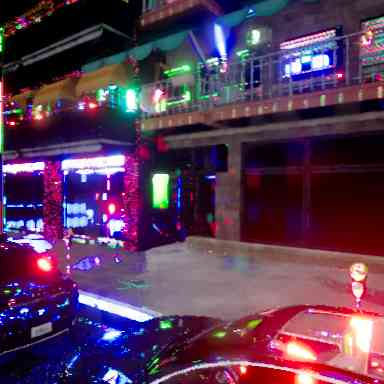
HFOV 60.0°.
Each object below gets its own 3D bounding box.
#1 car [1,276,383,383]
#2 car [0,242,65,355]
[{"bbox_3d":[0.817,1.547,2.292,4.403,1.369,2.008,1,0,36],"label":"car"},{"bbox_3d":[-3.687,1.503,5.505,4.403,1.369,2.008,1,0,36],"label":"car"}]
